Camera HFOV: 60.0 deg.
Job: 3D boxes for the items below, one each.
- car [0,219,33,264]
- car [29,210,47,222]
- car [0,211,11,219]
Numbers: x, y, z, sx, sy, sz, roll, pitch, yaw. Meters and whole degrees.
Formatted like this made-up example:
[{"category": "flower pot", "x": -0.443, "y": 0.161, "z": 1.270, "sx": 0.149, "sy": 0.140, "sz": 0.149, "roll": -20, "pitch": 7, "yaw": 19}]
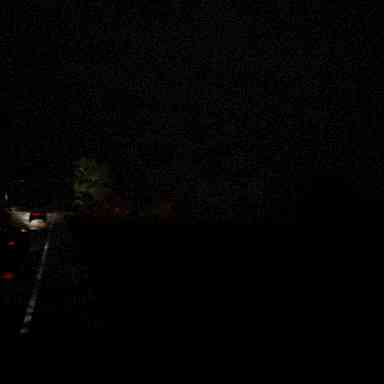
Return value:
[{"category": "car", "x": -7.812, "y": 2.013, "z": 13.482, "sx": 1.994, "sy": 1.385, "sz": 4.181, "roll": 2, "pitch": -3, "yaw": -22}, {"category": "car", "x": -18.993, "y": 2.922, "z": 41.065, "sx": 2.128, "sy": 1.511, "sz": 4.902, "roll": 2, "pitch": -3, "yaw": -22}, {"category": "car", "x": -20.958, "y": 2.721, "z": 36.204, "sx": 2.033, "sy": 1.411, "sz": 5.357, "roll": 2, "pitch": -3, "yaw": -21}]
